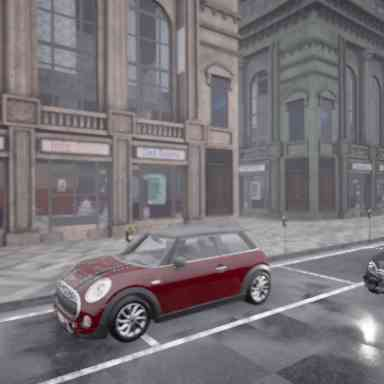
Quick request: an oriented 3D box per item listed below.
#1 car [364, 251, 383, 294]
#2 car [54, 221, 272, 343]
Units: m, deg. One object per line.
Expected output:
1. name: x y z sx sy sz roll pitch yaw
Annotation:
1. car: 5.770 1.483 7.492 4.674 1.442 1.812 0 0 -36
2. car: -0.413 1.425 6.358 4.097 1.590 1.967 0 0 -35
